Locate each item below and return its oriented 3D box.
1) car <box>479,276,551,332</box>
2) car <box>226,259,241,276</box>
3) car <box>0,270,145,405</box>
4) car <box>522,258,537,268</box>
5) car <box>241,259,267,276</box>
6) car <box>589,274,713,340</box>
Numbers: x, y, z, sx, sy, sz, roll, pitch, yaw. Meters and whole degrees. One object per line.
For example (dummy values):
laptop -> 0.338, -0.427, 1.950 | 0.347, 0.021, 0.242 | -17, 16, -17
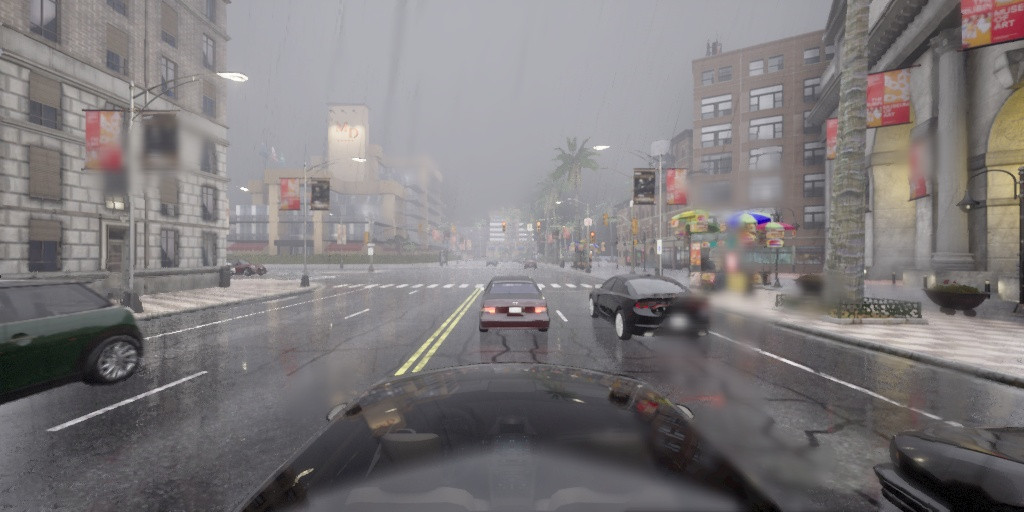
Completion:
car -> 0.000, 1.296, 10.804 | 2.033, 1.411, 5.357 | 0, 0, -2
car -> -28.657, 0.966, 32.831 | 5.566, 2.045, 2.150 | 0, 0, -1
car -> -7.114, 1.101, 3.941 | 2.097, 1.767, 4.553 | 0, 0, -1
car -> 2.956, 1.265, 58.320 | 1.812, 1.442, 4.674 | 0, 0, 1
car -> -27.558, 1.096, 36.352 | 4.553, 1.767, 2.097 | 0, 0, -1
car -> 3.490, 1.226, 9.987 | 1.882, 1.535, 5.008 | 0, 0, 0
